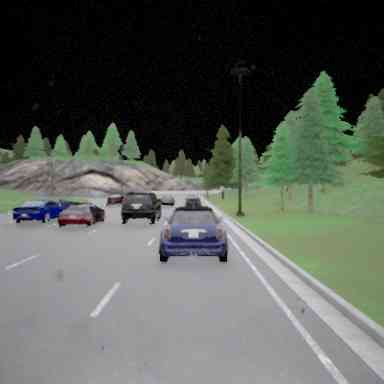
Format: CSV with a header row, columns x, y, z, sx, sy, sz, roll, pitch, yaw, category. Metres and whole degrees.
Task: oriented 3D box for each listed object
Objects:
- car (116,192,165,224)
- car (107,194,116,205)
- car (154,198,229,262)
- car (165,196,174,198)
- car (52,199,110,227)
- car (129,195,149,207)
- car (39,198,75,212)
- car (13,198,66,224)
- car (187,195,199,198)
x,y,z,sx,sy,sz,roll,pitch,yaw,category
-3.396,1.020,23.026,2.150,2.045,5.566,0,1,0,car
-10.391,1.075,46.215,1.882,1.535,5.008,0,0,0,car
0.063,1.248,11.780,2.097,1.767,4.553,0,0,0,car
-3.391,1.170,45.228,1.994,1.385,4.181,0,0,0,car
-6.896,1.378,21.226,1.994,1.385,4.181,0,0,0,car
-6.892,1.124,43.690,1.837,1.490,4.892,0,1,0,car
-13.894,1.300,34.527,1.895,1.301,4.718,0,1,0,car
-10.396,1.276,23.123,1.882,1.535,5.008,0,0,0,car
0.108,1.151,40.845,1.837,1.490,4.892,0,1,0,car
